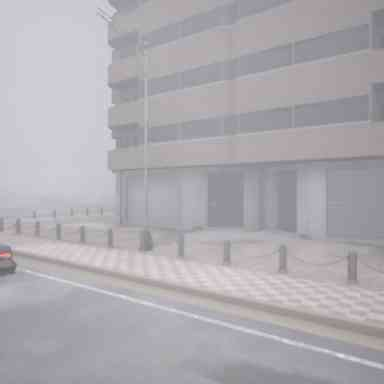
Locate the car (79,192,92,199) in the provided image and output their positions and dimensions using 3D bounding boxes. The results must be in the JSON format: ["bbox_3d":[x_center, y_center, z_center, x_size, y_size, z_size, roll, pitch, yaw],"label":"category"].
[{"bbox_3d":[-28.861,0.958,89.873,1.905,1.878,3.866,0,0,35],"label":"car"}]

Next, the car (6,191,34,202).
[{"bbox_3d":[-38.941,0.957,75.543,1.932,1.855,4.605,0,0,35],"label":"car"}]

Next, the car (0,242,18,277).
[{"bbox_3d":[-6.643,1.514,8.624,5.357,1.411,2.033,0,0,36],"label":"car"}]

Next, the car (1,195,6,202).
[{"bbox_3d":[-41.271,1.158,77.265,1.784,1.438,3.905,0,0,35],"label":"car"}]

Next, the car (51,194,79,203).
[{"bbox_3d":[-25.080,1.255,65.880,1.970,1.475,3.806,0,0,35],"label":"car"}]
